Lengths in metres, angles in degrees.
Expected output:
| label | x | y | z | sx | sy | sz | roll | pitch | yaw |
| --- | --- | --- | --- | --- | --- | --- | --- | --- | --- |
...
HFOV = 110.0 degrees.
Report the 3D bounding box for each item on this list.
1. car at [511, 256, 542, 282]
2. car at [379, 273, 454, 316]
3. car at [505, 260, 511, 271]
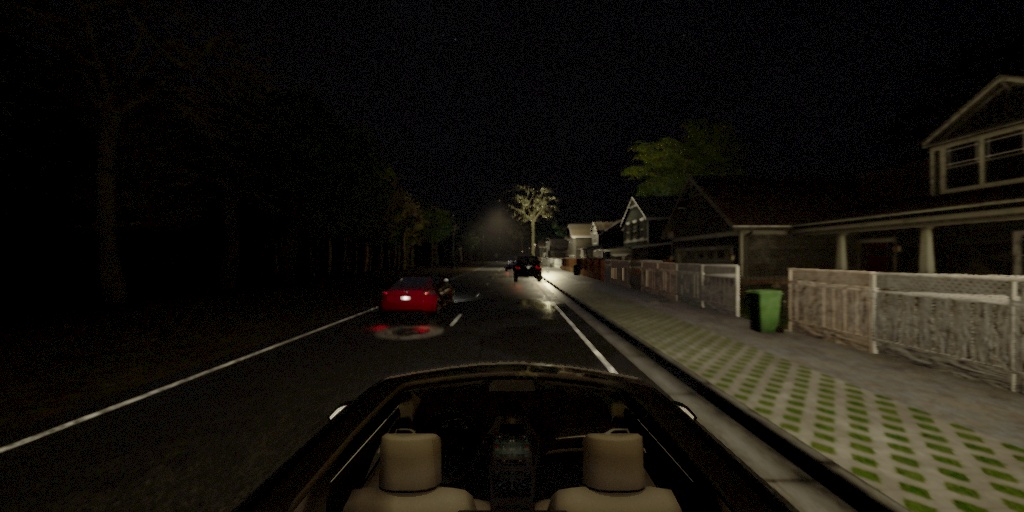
| label | x | y | z | sx | sy | sz | roll | pitch | yaw |
| --- | --- | --- | --- | --- | --- | --- | --- | --- | --- |
| car | 1.221 | 0.989 | 29.512 | 2.150 | 2.045 | 5.566 | 0 | 0 | 0 |
| car | -3.403 | 1.318 | 13.465 | 1.994 | 1.385 | 4.181 | 0 | 0 | 0 |
| car | 0.006 | 1.389 | 48.654 | 1.895 | 1.301 | 4.718 | 0 | 0 | 0 |
